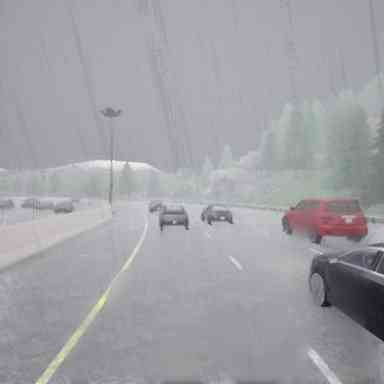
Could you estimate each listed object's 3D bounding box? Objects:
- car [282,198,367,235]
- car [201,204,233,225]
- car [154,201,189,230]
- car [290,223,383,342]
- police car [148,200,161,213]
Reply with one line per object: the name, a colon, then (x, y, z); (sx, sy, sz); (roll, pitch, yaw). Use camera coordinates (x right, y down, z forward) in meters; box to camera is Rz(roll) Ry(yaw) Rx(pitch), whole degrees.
car: (6.338, 1.308, 16.532); (2.150, 2.045, 5.566); (0, 0, -4)
car: (1.856, 1.677, 25.453); (1.812, 1.442, 4.674); (0, 0, -7)
car: (-1.294, 1.632, 22.381); (2.128, 1.511, 4.902); (0, 0, -6)
car: (3.431, 1.516, 5.159); (2.128, 1.511, 4.902); (0, 0, -2)
police car: (-4.341, 1.766, 41.122); (2.038, 1.542, 4.974); (0, 0, -12)
